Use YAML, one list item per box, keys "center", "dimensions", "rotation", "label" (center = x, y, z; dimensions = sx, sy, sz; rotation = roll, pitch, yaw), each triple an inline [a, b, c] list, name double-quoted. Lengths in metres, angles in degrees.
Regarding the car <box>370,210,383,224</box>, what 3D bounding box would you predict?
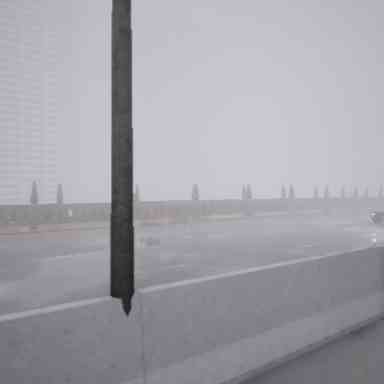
- center: [14.184, 1.533, 22.689]
  dimensions: [4.718, 1.301, 1.895]
  rotation: [0, 0, -35]
  label: "car"
